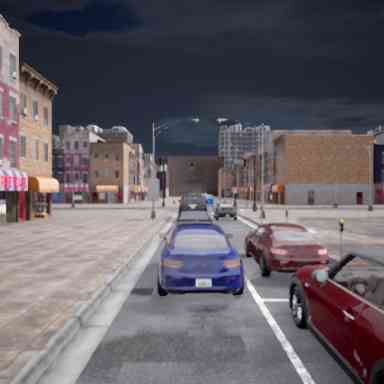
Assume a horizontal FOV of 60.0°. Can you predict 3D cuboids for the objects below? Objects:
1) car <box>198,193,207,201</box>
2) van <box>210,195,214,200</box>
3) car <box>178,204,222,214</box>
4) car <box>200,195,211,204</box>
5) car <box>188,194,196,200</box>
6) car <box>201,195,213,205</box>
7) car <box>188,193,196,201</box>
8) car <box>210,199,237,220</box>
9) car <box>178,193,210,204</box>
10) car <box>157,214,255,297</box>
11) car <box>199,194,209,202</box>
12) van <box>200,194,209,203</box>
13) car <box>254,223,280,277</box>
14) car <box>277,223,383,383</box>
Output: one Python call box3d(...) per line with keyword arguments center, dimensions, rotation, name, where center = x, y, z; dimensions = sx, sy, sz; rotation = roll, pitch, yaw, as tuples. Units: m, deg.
box3d(center=(2.655, 1.318, 86.789), dimensions=(2.192, 1.841, 5.009), rotation=(0, 0, 0), name="car")
box3d(center=(2.648, 1.316, 53.937), dimensions=(1.690, 1.788, 3.998), rotation=(0, 0, 0), name="van")
box3d(center=(0.095, 1.522, 16.173), dimensions=(2.033, 1.411, 5.357), rotation=(0, 0, 0), name="car")
box3d(center=(2.651, 1.422, 64.887), dimensions=(1.967, 1.590, 4.097), rotation=(0, 0, 0), name="car")
box3d(center=(0.022, 1.369, 94.395), dimensions=(2.128, 1.511, 4.902), rotation=(0, 0, 0), name="car")
box3d(center=(2.649, 1.419, 59.412), dimensions=(1.967, 1.590, 4.097), rotation=(0, 0, 0), name="car")
box3d(center=(0.020, 1.217, 84.005), dimensions=(2.150, 2.045, 5.566), rotation=(0, 0, 0), name="car")
box3d(center=(2.642, 1.519, 26.934), dimensions=(2.008, 1.369, 4.403), rotation=(0, 0, 0), name="car")
box3d(center=(0.079, 1.191, 26.469), dimensions=(2.150, 2.045, 5.566), rotation=(0, 0, 0), name="car")
box3d(center=(0.131, 1.510, 8.437), dimensions=(1.812, 1.442, 4.674), rotation=(0, 0, -2), name="car")
box3d(center=(2.651, 1.307, 75.836), dimensions=(2.192, 1.841, 5.009), rotation=(0, 0, 0), name="car")
box3d(center=(2.651, 1.328, 70.363), dimensions=(1.690, 1.788, 3.998), rotation=(0, 0, 0), name="van")
box3d(center=(2.639, 1.563, 9.897), dimensions=(1.802, 1.307, 4.206), rotation=(0, 0, 0), name="car")
box3d(center=(2.638, 1.431, 4.216), dimensions=(1.967, 1.590, 4.097), rotation=(0, 0, 0), name="car")
